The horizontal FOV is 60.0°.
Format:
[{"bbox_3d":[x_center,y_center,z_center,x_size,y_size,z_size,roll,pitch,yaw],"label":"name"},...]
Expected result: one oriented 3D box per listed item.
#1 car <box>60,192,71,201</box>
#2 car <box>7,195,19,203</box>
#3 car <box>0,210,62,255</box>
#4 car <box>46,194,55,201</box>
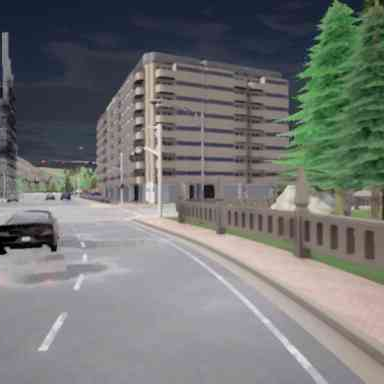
[{"bbox_3d":[-30.969,1.072,81.722,2.150,2.045,5.566,0,0,-23],"label":"car"},{"bbox_3d":[-37.145,1.428,69.278,1.837,1.490,4.892,0,0,-23],"label":"car"},{"bbox_3d":[-6.433,1.459,13.529,1.882,1.535,5.008,0,-1,-20],"label":"car"},{"bbox_3d":[-34.443,1.222,80.961,2.097,1.767,4.553,0,0,-23],"label":"car"}]
